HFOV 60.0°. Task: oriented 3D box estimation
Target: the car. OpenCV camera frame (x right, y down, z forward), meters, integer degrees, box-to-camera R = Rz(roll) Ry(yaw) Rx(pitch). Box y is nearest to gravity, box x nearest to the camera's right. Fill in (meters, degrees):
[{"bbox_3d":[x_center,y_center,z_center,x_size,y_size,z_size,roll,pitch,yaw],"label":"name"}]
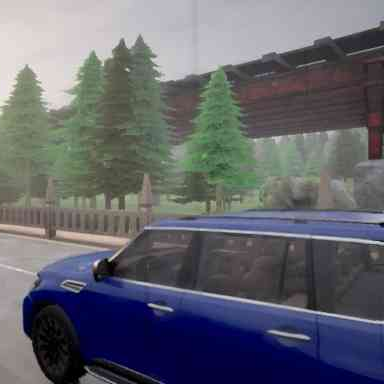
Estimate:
[{"bbox_3d":[0.415,1.220,3.700,5.566,2.045,2.150,0,0,35],"label":"car"}]
